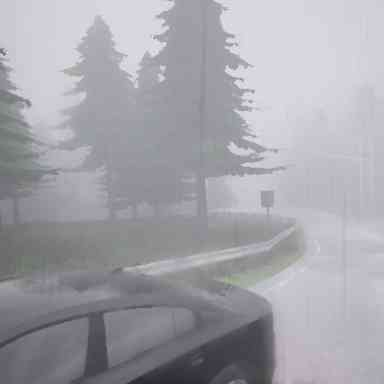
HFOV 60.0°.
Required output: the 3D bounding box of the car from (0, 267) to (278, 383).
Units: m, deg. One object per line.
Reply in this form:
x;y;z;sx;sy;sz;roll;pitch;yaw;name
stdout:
-1.348;1.483;2.647;5.008;1.535;1.882;1;0;-41;car
